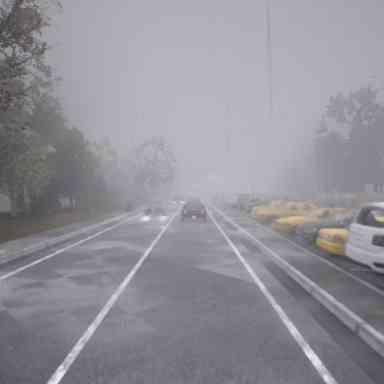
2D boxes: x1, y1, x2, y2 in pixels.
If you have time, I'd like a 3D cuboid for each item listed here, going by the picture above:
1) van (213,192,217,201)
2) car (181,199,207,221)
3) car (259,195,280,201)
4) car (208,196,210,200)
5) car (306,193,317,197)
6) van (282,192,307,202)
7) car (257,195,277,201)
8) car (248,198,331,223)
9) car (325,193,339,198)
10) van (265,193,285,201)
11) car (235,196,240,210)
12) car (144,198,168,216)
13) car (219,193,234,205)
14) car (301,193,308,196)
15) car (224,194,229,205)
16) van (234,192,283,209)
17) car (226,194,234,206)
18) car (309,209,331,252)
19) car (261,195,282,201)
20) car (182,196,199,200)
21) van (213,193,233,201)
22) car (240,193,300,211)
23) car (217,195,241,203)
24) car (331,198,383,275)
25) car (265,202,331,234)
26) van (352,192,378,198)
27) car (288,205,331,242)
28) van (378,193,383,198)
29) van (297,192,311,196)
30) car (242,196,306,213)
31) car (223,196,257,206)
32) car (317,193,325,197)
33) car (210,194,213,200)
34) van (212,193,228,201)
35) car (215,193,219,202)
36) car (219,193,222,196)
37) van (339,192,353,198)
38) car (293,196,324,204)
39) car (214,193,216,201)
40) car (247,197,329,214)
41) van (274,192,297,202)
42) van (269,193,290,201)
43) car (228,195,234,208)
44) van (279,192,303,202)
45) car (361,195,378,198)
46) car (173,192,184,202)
[{"bbox_3d":[7.235,1.082,69.488,4.442,1.987,1.878,0,0,0],"label":"van"},{"bbox_3d":[0.146,1.486,26.102,1.895,1.301,4.718,0,0,0],"label":"car"},{"bbox_3d":[20.586,1.532,88.603,5.008,1.535,2.097,0,-1,0],"label":"car"},{"bbox_3d":[7.518,1.542,88.898,5.008,1.535,2.097,0,-1,0],"label":"car"},{"bbox_3d":[20.264,1.319,49.844,5.008,1.535,2.097,0,0,0],"label":"car"},{"bbox_3d":[20.525,1.077,66.588,4.442,1.987,1.878,0,0,0],"label":"van"},{"bbox_3d":[20.610,1.575,91.499,5.008,1.535,2.097,0,-1,0],"label":"car"},{"bbox_3d":[6.777,1.388,22.427,5.366,1.575,1.946,0,1,0],"label":"car"},{"bbox_3d":[20.173,1.076,41.533,5.566,2.045,2.435,0,0,0],"label":"car"},{"bbox_3d":[20.662,1.222,83.066,4.442,1.987,1.878,0,-1,0],"label":"van"},{"bbox_3d":[7.083,1.372,33.397,4.792,1.488,2.163,0,0,0],"label":"car"},{"bbox_3d":[-3.283,1.375,31.084,1.837,1.490,4.892,0,0,0],"label":"car"},{"bbox_3d":[6.983,1.326,47.280,5.366,1.575,1.946,0,0,0],"label":"car"},{"bbox_3d":[20.296,1.356,52.739,4.674,1.452,2.002,0,0,0],"label":"car"},{"bbox_3d":[7.116,1.362,44.503,4.792,1.488,2.163,0,0,0],"label":"car"},{"bbox_3d":[7.193,1.114,36.173,4.442,1.987,1.878,0,0,0],"label":"van"},{"bbox_3d":[7.093,1.364,41.726,4.792,1.488,2.163,0,0,0],"label":"car"},{"bbox_3d":[7.055,1.494,11.199,5.366,1.575,1.946,0,1,0],"label":"car"},{"bbox_3d":[20.562,1.491,85.833,4.892,1.521,2.231,0,-1,0],"label":"car"},{"bbox_3d":[0.221,1.333,42.354,2.128,1.511,4.902,0,0,0],"label":"car"},{"bbox_3d":[7.304,1.148,77.800,4.442,1.987,1.878,0,-1,0],"label":"van"},{"bbox_3d":[7.062,1.222,30.624,4.553,1.767,2.185,0,0,0],"label":"car"},{"bbox_3d":[7.332,1.351,66.711,4.674,1.452,2.002,0,0,0],"label":"car"},{"bbox_3d":[6.875,1.273,8.422,5.566,2.045,2.435,0,1,0],"label":"car"},{"bbox_3d":[6.730,1.441,16.754,5.366,1.575,1.946,0,1,0],"label":"car"},{"bbox_3d":[20.271,1.107,35.992,4.442,1.987,1.878,0,0,0],"label":"van"},{"bbox_3d":[6.899,1.472,13.977,4.892,1.521,2.231,0,1,0],"label":"car"},{"bbox_3d":[20.001,1.115,30.438,4.442,1.987,1.878,0,0,0],"label":"van"},{"bbox_3d":[20.433,1.088,55.508,4.442,1.987,1.878,0,0,0],"label":"van"},{"bbox_3d":[7.001,1.358,27.845,4.892,1.521,2.231,0,0,0],"label":"car"},{"bbox_3d":[7.198,1.328,50.054,4.892,1.521,2.231,0,0,0],"label":"car"},{"bbox_3d":[20.196,1.073,44.303,5.566,2.045,2.435,0,0,0],"label":"car"},{"bbox_3d":[7.403,1.054,72.263,5.566,2.045,2.435,0,0,0],"label":"car"},{"bbox_3d":[7.653,1.358,91.677,4.442,1.987,1.878,0,-1,0],"label":"van"},{"bbox_3d":[7.052,1.319,55.608,5.366,1.575,1.946,0,0,0],"label":"car"},{"bbox_3d":[7.208,1.325,52.831,4.892,1.521,2.231,0,0,0],"label":"car"},{"bbox_3d":[20.061,1.104,38.764,4.442,1.987,1.878,0,0,0],"label":"van"},{"bbox_3d":[20.336,1.351,58.153,4.674,1.452,2.002,0,0,0],"label":"car"},{"bbox_3d":[7.301,1.313,63.935,5.008,1.535,2.097,0,0,0],"label":"car"},{"bbox_3d":[7.170,1.368,25.076,5.366,1.575,1.946,0,0,0],"label":"car"},{"bbox_3d":[20.338,1.072,72.138,4.442,1.987,1.878,0,0,0],"label":"van"},{"bbox_3d":[20.382,1.138,77.529,4.442,1.987,1.878,0,-1,0],"label":"van"},{"bbox_3d":[7.070,1.367,38.950,4.792,1.488,2.163,0,0,0],"label":"car"},{"bbox_3d":[20.547,1.075,69.233,4.442,1.987,1.878,0,0,0],"label":"van"},{"bbox_3d":[20.137,1.335,33.223,5.008,1.535,2.097,0,0,0],"label":"car"},{"bbox_3d":[-2.933,1.101,72.772,2.150,2.045,5.566,0,0,0],"label":"car"}]
